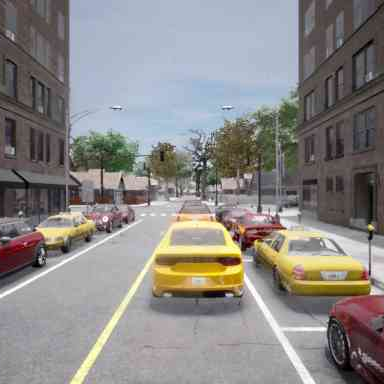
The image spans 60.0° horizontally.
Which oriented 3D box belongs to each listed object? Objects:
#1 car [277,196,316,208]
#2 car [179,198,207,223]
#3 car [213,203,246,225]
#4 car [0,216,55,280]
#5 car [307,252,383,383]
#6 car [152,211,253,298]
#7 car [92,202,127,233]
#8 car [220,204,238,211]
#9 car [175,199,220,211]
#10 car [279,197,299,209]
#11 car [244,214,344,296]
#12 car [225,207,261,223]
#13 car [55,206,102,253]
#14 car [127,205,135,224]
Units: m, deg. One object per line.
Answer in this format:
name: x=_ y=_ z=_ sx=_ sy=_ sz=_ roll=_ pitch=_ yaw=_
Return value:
car: x=14.974 y=1.419 z=47.845 sx=4.902 sy=1.511 sz=2.128 roll=0 pitch=0 yaw=0
car: x=0.079 y=1.365 z=26.607 sx=2.097 sy=1.767 sz=4.553 roll=0 pitch=0 yaw=0
car: x=2.710 y=1.578 z=24.907 sx=1.947 sy=1.339 sz=4.313 roll=0 pitch=0 yaw=0
car: x=-5.365 y=1.443 z=8.373 sx=1.967 sy=1.590 sz=4.097 roll=0 pitch=0 yaw=0
car: x=2.643 y=1.582 z=2.834 sx=1.802 sy=1.307 sz=4.206 roll=0 pitch=0 yaw=0
car: x=0.127 y=1.480 z=8.568 sx=1.882 sy=1.535 sz=5.008 roll=0 pitch=0 yaw=0
car: x=-5.332 y=1.449 z=19.411 sx=1.967 sy=1.590 sz=4.097 roll=0 pitch=0 yaw=0
car: x=2.693 y=1.591 z=19.388 sx=1.802 sy=1.307 sz=4.206 roll=0 pitch=0 yaw=0
car: x=0.151 y=1.360 z=17.750 sx=2.097 sy=1.767 sz=4.553 roll=0 pitch=0 yaw=0
car: x=14.388 y=1.456 z=44.587 sx=4.674 sy=1.442 sz=1.812 roll=0 pitch=0 yaw=2
car: x=2.660 y=1.528 z=8.522 sx=1.752 sy=1.417 sz=4.829 roll=0 pitch=0 yaw=0
car: x=2.676 y=1.550 z=13.870 sx=1.887 sy=1.381 sz=4.507 roll=0 pitch=0 yaw=0
car: x=-5.349 y=1.531 z=13.722 sx=1.752 sy=1.417 sz=4.829 roll=0 pitch=0 yaw=0
car: x=-5.316 y=1.594 z=24.930 sx=1.802 sy=1.307 sz=4.206 roll=0 pitch=0 yaw=0
